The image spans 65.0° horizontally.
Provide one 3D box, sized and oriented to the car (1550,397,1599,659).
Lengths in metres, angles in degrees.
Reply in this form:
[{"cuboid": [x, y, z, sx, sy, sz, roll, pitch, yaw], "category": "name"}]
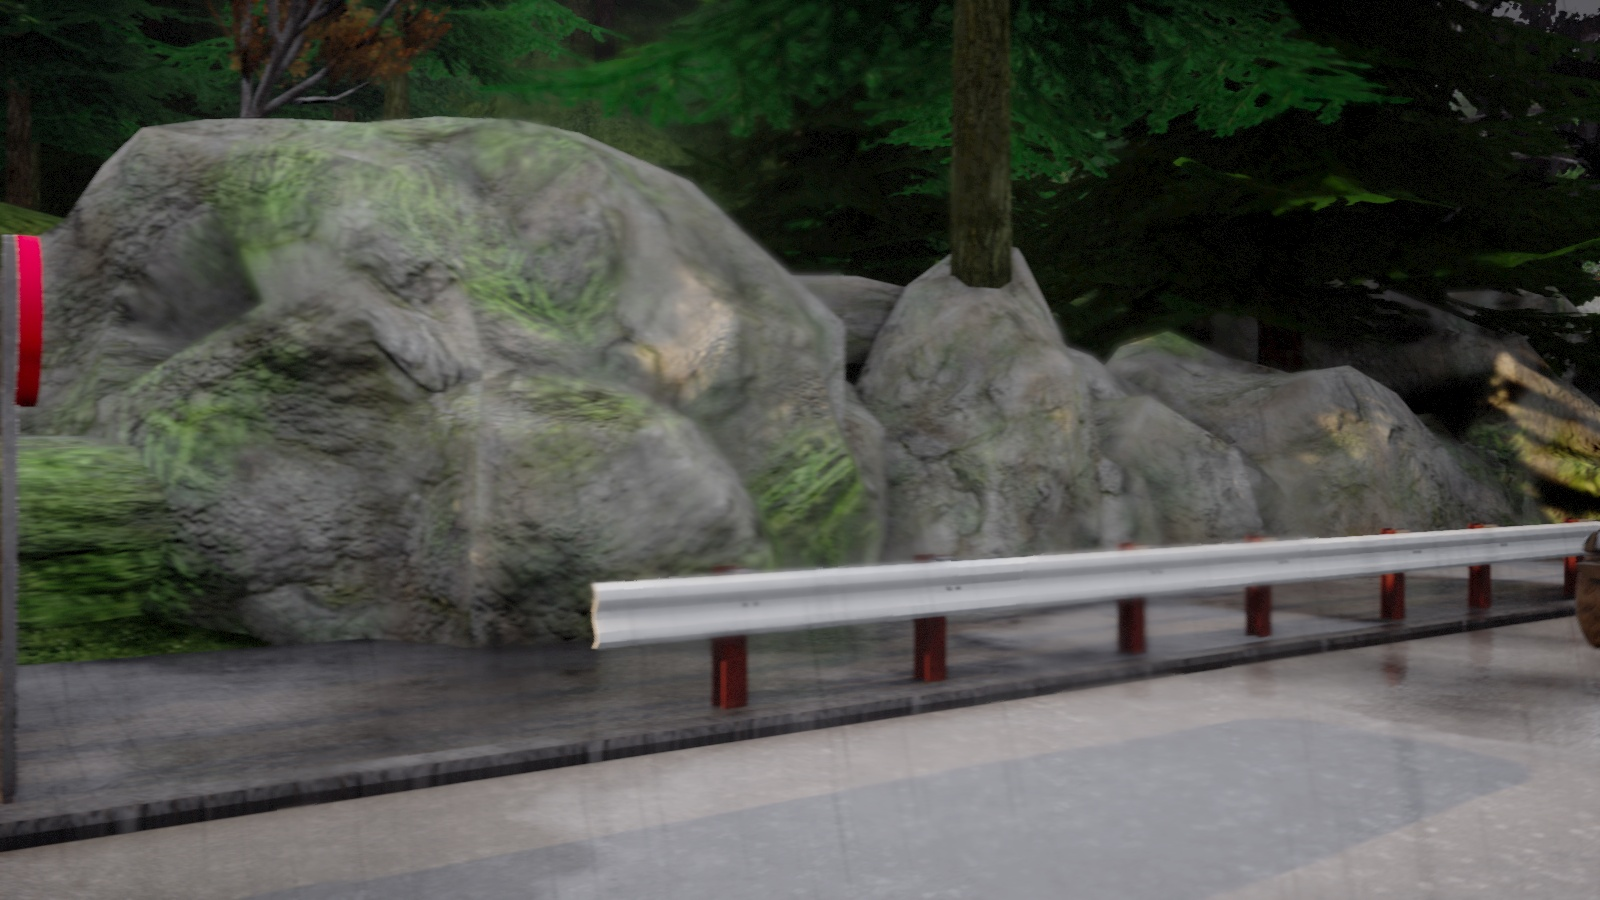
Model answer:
[{"cuboid": [7.690, 0.559, 9.622, 3.866, 1.878, 1.905, 0, 0, -35], "category": "car"}]
